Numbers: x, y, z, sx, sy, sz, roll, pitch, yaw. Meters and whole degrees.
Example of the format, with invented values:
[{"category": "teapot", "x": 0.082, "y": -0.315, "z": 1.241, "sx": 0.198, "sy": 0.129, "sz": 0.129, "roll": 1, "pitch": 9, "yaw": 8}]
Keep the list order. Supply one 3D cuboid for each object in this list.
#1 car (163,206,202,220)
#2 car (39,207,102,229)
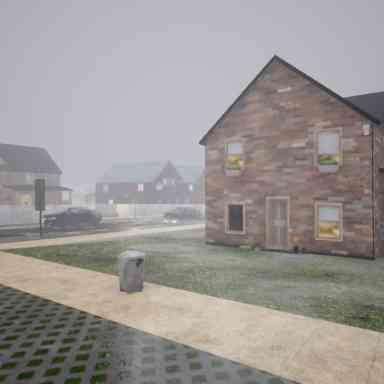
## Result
[{"category": "car", "x": -0.911, "y": 2.323, "z": 37.096, "sx": 2.033, "sy": 1.411, "sz": 5.357, "roll": -1, "pitch": -2, "yaw": 35}, {"category": "car", "x": -9.133, "y": 1.910, "z": 25.387, "sx": 2.128, "sy": 1.511, "sz": 4.902, "roll": 0, "pitch": -2, "yaw": 35}]
